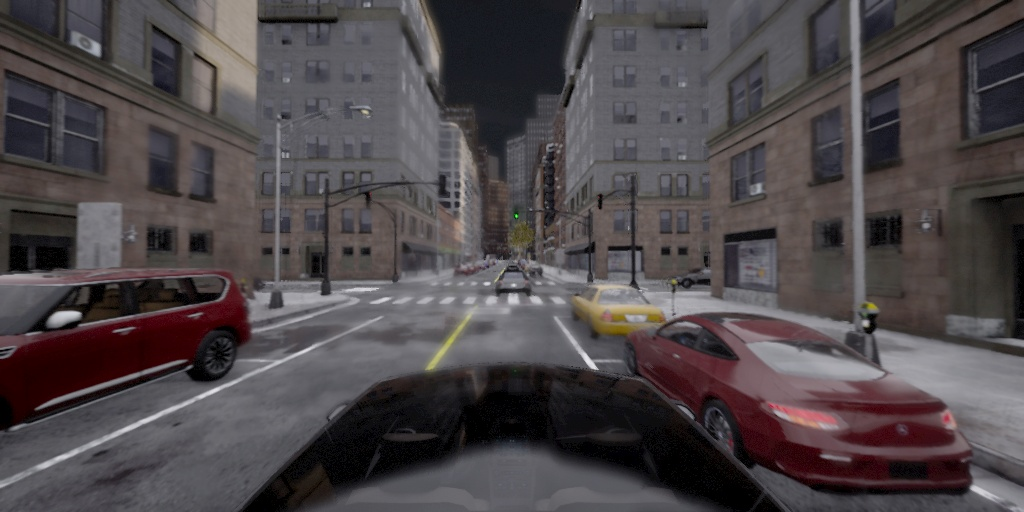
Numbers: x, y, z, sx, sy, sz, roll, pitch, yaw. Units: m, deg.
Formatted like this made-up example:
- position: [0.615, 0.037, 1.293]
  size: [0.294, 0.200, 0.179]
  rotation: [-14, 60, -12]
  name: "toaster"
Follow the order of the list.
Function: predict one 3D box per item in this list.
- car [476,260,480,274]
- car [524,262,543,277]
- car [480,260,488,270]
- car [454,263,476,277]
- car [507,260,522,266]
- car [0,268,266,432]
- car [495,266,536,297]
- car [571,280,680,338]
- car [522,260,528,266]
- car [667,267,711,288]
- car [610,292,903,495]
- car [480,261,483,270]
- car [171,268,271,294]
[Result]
- position: [-5.781, 1.627, 47.654]
  size: [1.967, 1.591, 4.097]
  rotation: [0, 0, 0]
  name: "car"
- position: [2.747, 1.697, 42.225]
  size: [2.007, 1.370, 4.403]
  rotation: [0, 0, 0]
  name: "car"
- position: [-5.787, 1.737, 63.924]
  size: [1.967, 1.591, 4.097]
  rotation: [0, 0, 0]
  name: "car"
- position: [-5.778, 1.691, 42.229]
  size: [1.888, 1.381, 4.507]
  rotation: [0, 0, 0]
  name: "car"
- position: [0.081, 1.710, 50.053]
  size: [1.837, 1.490, 4.892]
  rotation: [0, 0, 0]
  name: "car"
- position: [-5.763, 1.098, 4.570]
  size: [2.192, 1.841, 5.009]
  rotation: [0, 0, 0]
  name: "car"
- position: [0.089, 1.495, 20.548]
  size: [1.994, 1.385, 4.181]
  rotation: [0, 0, 0]
  name: "car"
- position: [2.759, 1.371, 10.290]
  size: [1.751, 1.417, 4.829]
  rotation: [0, 0, 0]
  name: "car"
- position: [2.743, 1.753, 53.243]
  size: [1.751, 1.417, 4.829]
  rotation: [0, 0, 0]
  name: "car"
- position: [13.473, 1.501, 25.320]
  size: [4.674, 1.442, 1.812]
  rotation: [0, -1, -1]
  name: "car"
- position: [2.762, 1.366, 4.566]
  size: [1.802, 1.307, 4.207]
  rotation: [0, 0, 0]
  name: "car"
- position: [-5.783, 1.772, 53.077]
  size: [1.888, 1.381, 4.507]
  rotation: [0, 0, 0]
  name: "car"
- position: [-17.740, 1.505, 22.003]
  size: [4.674, 1.442, 1.812]
  rotation: [0, -1, 0]
  name: "car"
